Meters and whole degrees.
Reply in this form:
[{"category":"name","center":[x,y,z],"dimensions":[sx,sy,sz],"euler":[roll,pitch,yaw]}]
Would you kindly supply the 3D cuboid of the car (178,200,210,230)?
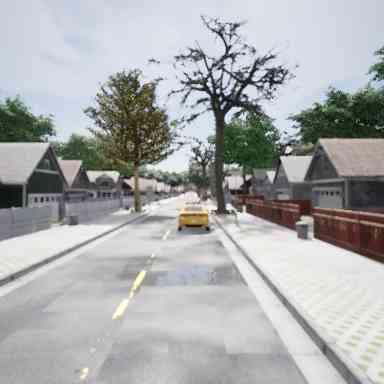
[{"category":"car","center":[0.106,1.538,21.630],"dimensions":[1.882,1.535,5.008],"euler":[0,0,0]}]
